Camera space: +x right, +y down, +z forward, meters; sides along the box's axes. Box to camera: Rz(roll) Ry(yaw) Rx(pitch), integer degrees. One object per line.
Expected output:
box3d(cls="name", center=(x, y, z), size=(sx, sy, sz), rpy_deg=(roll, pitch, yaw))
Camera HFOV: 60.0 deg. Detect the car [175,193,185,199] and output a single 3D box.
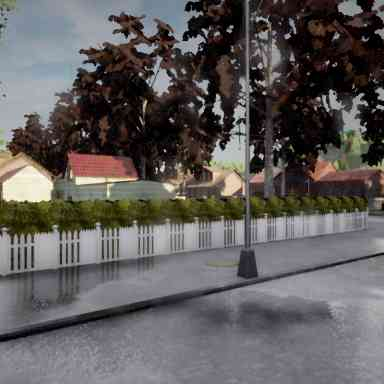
box3d(cls="car", center=(-3.302, 1.222, 57.370), size=(2.150, 2.045, 5.566), rpy_deg=(0, 0, -36))
